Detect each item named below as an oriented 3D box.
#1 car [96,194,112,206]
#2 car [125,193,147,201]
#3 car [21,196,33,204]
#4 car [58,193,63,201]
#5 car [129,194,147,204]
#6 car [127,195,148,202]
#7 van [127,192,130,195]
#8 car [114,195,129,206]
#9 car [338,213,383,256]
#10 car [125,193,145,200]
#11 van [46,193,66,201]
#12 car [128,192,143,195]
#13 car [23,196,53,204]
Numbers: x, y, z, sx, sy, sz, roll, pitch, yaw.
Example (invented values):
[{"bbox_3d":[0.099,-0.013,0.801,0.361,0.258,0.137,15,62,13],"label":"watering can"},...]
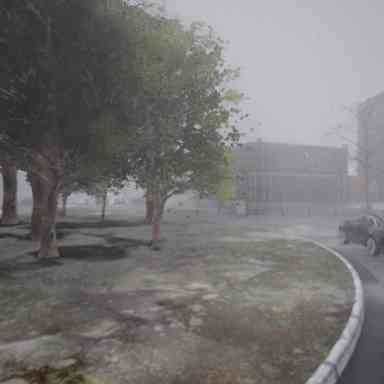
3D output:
[{"bbox_3d":[-15.555,1.374,57.990,2.150,2.045,5.566,0,0,-15],"label":"car"},{"bbox_3d":[-14.601,1.252,87.161,5.566,2.045,2.435,0,0,-13],"label":"car"},{"bbox_3d":[-29.685,1.419,62.866,4.553,1.767,2.185,0,0,-13],"label":"car"},{"bbox_3d":[-33.469,1.185,78.978,5.566,2.045,2.435,0,0,-13],"label":"car"},{"bbox_3d":[-9.696,1.680,65.598,4.792,1.488,2.163,0,0,-13],"label":"car"},{"bbox_3d":[-13.417,1.551,81.861,5.008,1.535,2.097,0,0,-13],"label":"car"},{"bbox_3d":[-11.652,1.393,73.707,4.442,1.987,1.878,0,0,-13],"label":"van"},{"bbox_3d":[-12.857,1.712,59.404,2.033,1.411,5.357,0,0,-15],"label":"car"},{"bbox_3d":[7.541,1.590,13.475,2.128,1.511,4.902,0,-1,4],"label":"car"},{"bbox_3d":[-15.933,1.203,92.687,5.566,2.045,2.435,0,0,-13],"label":"car"},{"bbox_3d":[-34.570,1.166,84.384,4.442,1.987,1.878,0,0,-13],"label":"van"},{"bbox_3d":[-10.856,1.508,70.907,4.553,1.767,2.185,0,0,-13],"label":"car"},{"bbox_3d":[-30.343,1.533,65.550,5.008,1.535,2.097,0,0,-13],"label":"car"}]
